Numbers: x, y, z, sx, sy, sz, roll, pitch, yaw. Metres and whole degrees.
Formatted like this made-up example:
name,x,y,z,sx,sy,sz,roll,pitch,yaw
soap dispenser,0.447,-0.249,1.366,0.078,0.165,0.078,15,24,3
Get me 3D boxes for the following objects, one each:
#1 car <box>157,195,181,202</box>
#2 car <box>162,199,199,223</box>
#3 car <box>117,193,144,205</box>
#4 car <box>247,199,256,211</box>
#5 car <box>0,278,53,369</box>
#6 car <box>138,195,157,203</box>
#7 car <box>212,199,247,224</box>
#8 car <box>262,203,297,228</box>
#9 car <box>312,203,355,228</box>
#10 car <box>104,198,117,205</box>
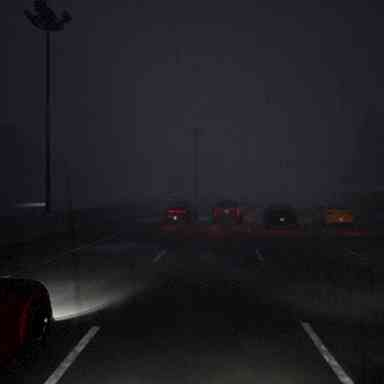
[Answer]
name,x,y,z,sx,sy,sz,roll,pitch,yaw
car,-3.389,1.296,54.263,2.097,1.767,4.553,0,0,22
car,-0.693,1.516,25.426,1.837,1.490,4.892,0,0,11
car,-9.923,1.156,56.775,2.150,2.045,5.566,0,0,22
car,6.620,1.544,40.042,1.812,1.442,4.674,0,0,17
car,-3.235,1.565,3.607,1.994,1.385,4.181,0,0,2
car,-6.656,1.623,55.519,1.994,1.385,4.181,0,0,22
car,2.820,1.365,25.164,2.097,1.767,4.553,0,0,11
car,5.790,1.488,22.162,1.882,1.535,5.008,0,0,10
car,9.380,1.488,22.335,1.882,1.535,5.008,0,0,10
car,-13.179,1.630,58.059,1.895,1.301,4.718,0,0,22
